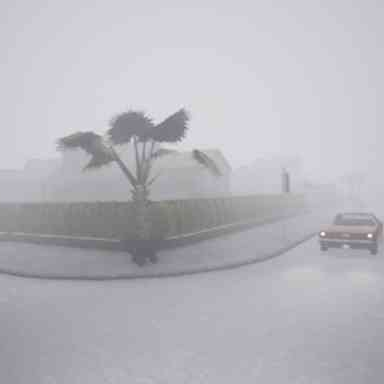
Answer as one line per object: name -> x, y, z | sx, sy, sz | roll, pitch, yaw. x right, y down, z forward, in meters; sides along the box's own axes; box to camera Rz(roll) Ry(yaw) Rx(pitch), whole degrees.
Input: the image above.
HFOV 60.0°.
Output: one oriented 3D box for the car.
car -> 6.315, 1.497, 13.017 | 1.895, 1.301, 4.718 | -2, 0, 32
